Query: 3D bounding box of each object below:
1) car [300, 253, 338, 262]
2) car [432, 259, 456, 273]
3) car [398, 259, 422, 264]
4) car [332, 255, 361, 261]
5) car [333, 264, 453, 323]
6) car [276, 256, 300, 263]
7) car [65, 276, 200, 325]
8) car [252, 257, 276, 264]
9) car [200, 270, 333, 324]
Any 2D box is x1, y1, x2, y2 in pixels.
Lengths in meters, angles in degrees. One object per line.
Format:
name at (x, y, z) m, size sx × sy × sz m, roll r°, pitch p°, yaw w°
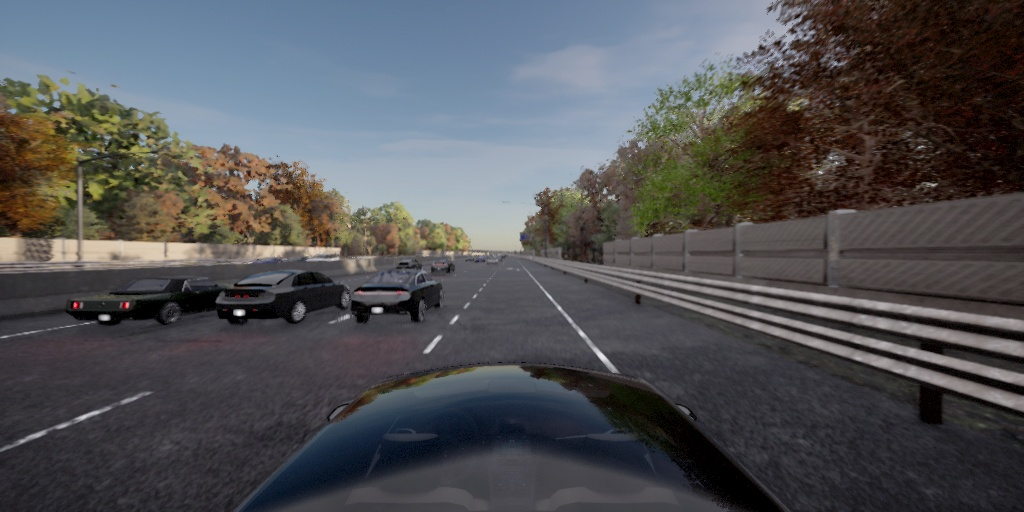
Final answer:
car at (-24.540, 0.678, 46.727) m, size 2.150 × 2.045 × 5.566 m, roll 0°, pitch 1°, yaw 1°
car at (-7.000, 1.018, 36.832) m, size 2.128 × 1.511 × 4.902 m, roll 0°, pitch 0°, yaw 0°
car at (-10.500, 1.031, 37.033) m, size 1.837 × 1.490 × 4.892 m, roll 0°, pitch 0°, yaw 0°
car at (-21.049, 0.950, 47.097) m, size 2.128 × 1.511 × 4.902 m, roll 0°, pitch 0°, yaw 1°
car at (-3.498, 1.177, 11.744) m, size 2.128 × 1.511 × 4.902 m, roll 0°, pitch 0°, yaw 0°
car at (-28.039, 0.812, 46.930) m, size 2.097 × 1.767 × 4.553 m, roll 0°, pitch 0°, yaw 1°
car at (-10.498, 1.288, 11.462) m, size 1.895 × 1.301 × 4.718 m, roll 0°, pitch 0°, yaw 0°
car at (-31.537, 0.939, 46.713) m, size 1.882 × 1.535 × 5.008 m, roll 0°, pitch 1°, yaw 1°
car at (-7.000, 1.193, 11.625) m, size 1.837 × 1.490 × 4.892 m, roll 0°, pitch 0°, yaw 0°
